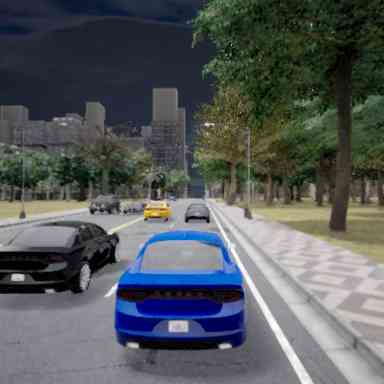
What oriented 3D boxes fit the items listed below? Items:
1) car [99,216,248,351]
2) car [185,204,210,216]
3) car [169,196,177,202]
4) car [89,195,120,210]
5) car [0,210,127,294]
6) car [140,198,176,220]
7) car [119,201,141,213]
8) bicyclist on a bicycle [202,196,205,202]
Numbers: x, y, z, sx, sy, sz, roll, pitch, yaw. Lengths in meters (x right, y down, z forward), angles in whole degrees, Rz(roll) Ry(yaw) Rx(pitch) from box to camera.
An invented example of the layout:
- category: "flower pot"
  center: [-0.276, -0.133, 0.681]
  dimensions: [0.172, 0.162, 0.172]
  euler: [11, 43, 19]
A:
- category: "car"
  center: [-0.113, 1.486, 6.534]
  dimensions: [1.882, 1.535, 5.008]
  euler: [0, 0, 1]
- category: "car"
  center: [0.464, 1.625, 27.103]
  dimensions: [1.994, 1.385, 4.181]
  euler: [0, 0, 2]
- category: "car"
  center: [-4.624, 1.696, 77.526]
  dimensions: [1.812, 1.442, 4.674]
  euler: [0, 0, 2]
- category: "car"
  center: [-9.218, 1.318, 35.777]
  dimensions: [2.150, 2.045, 5.566]
  euler: [0, 0, 2]
- category: "car"
  center: [-3.300, 1.492, 8.900]
  dimensions: [1.882, 1.535, 5.008]
  euler: [0, 0, 1]
- category: "car"
  center: [-2.757, 1.543, 28.061]
  dimensions: [1.882, 1.535, 5.008]
  euler: [0, 0, 2]
- category: "car"
  center: [-5.975, 1.659, 35.408]
  dimensions: [1.994, 1.385, 4.181]
  euler: [0, 0, 2]
- category: "bicyclist on a bicycle"
  center: [3.159, 1.852, 90.451]
  dimensions: [0.659, 1.776, 1.843]
  euler: [0, 0, 2]
